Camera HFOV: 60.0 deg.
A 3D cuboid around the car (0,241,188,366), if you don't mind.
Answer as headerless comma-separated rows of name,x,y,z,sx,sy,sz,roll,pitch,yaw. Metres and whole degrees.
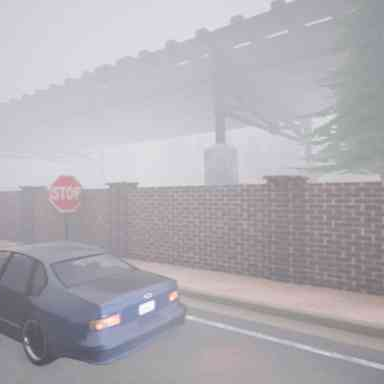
car,-2.647,1.608,5.878,5.357,1.411,2.033,-1,0,35
